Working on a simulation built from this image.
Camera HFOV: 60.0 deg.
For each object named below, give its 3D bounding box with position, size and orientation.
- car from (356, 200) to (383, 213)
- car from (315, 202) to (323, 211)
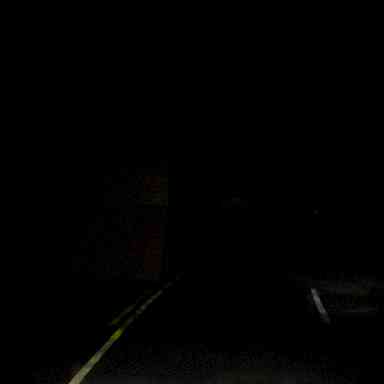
[{"bbox_3d":[20.397,1.634,38.340,4.902,1.511,2.128,0,0,-25],"label":"car"},{"bbox_3d":[17.238,1.494,40.633,4.553,1.767,2.097,0,0,-27],"label":"car"}]
